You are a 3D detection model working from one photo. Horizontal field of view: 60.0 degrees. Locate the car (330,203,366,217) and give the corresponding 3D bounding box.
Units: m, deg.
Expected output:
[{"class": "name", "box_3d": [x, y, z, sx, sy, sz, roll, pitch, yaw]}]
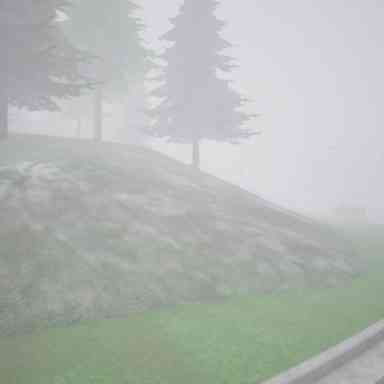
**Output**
[{"class": "car", "box_3d": [17.760, 1.986, 38.133, 1.882, 1.535, 5.008, 1, 0, -6]}]
